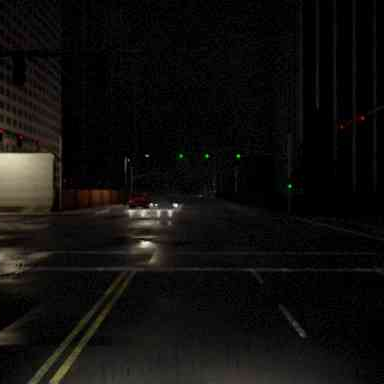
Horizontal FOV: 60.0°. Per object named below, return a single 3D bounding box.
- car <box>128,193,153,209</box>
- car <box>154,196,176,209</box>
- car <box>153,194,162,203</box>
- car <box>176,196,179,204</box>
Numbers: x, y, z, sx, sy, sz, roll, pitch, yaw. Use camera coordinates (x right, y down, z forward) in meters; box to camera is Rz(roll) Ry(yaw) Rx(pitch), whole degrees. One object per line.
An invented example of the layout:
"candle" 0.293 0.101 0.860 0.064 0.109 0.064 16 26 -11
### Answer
"car" -7.080 1.224 45.068 2.150 2.045 5.566 0 0 0
"car" -3.581 1.507 44.713 1.837 1.490 4.892 0 0 0
"car" -7.002 1.576 64.350 1.994 1.385 4.181 0 0 0
"car" -3.502 1.501 64.322 2.128 1.511 4.902 0 0 0
